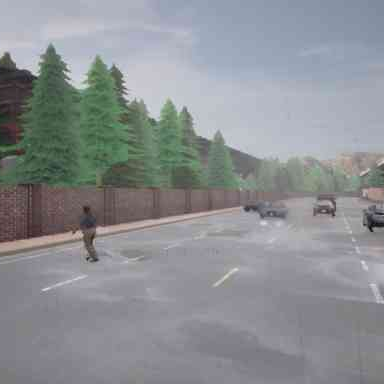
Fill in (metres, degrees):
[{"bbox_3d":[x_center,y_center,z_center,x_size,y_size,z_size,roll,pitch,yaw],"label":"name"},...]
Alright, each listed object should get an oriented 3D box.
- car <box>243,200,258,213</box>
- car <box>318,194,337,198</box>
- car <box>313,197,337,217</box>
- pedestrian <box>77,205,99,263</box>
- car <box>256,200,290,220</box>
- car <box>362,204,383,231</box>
[{"bbox_3d":[7.147,1.601,37.262,1.895,1.301,4.718,0,0,23],"label":"car"},{"bbox_3d":[16.569,1.221,41.038,2.150,2.045,5.566,0,0,23],"label":"car"},{"bbox_3d":[12.637,1.526,31.783,1.812,1.442,4.674,0,0,23],"label":"car"},{"bbox_3d":[-3.286,1.294,10.555,0.375,1.860,0.375,0,0,23],"label":"pedestrian"},{"bbox_3d":[7.020,1.564,27.994,1.994,1.385,4.181,0,0,23],"label":"car"},{"bbox_3d":[11.432,1.491,19.937,2.128,1.511,4.902,0,0,23],"label":"car"}]
